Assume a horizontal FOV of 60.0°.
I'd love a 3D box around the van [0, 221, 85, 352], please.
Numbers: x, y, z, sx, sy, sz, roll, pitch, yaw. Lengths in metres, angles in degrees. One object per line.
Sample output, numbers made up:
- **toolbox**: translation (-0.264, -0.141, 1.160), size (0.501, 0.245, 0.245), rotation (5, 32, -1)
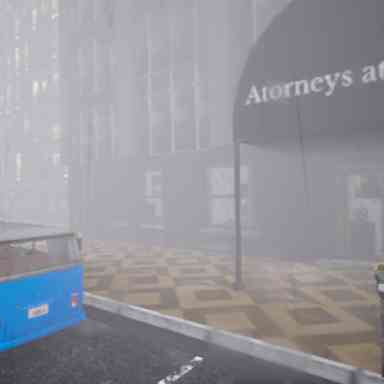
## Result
- **van**: translation (-3.553, 1.397, 5.609), size (3.998, 1.788, 1.690), rotation (-1, 0, 37)
